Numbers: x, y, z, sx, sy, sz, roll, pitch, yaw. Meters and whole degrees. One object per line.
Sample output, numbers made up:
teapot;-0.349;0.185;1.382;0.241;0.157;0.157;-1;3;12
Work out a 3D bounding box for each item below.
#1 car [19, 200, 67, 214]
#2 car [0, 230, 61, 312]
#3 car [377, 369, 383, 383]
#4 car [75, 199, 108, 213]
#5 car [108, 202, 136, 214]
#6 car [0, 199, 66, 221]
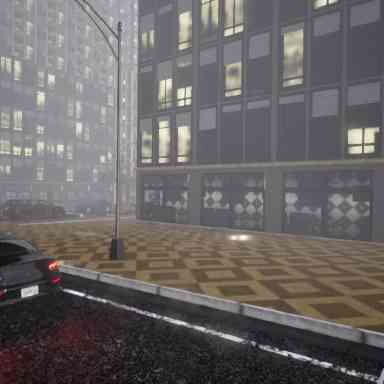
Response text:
car;-17.226;1.643;38.582;1.752;1.417;4.829;1;0;36
car;-4.630;1.522;6.976;4.674;1.442;1.812;0;0;35
car;3.259;1.353;1.362;4.553;1.767;2.097;0;0;35
car;-12.112;1.709;41.138;1.837;1.490;4.892;1;0;36
car;-6.930;1.830;38.425;1.752;1.417;4.829;1;0;36
car;-13.722;1.520;29.209;2.192;1.841;5.009;1;0;36
